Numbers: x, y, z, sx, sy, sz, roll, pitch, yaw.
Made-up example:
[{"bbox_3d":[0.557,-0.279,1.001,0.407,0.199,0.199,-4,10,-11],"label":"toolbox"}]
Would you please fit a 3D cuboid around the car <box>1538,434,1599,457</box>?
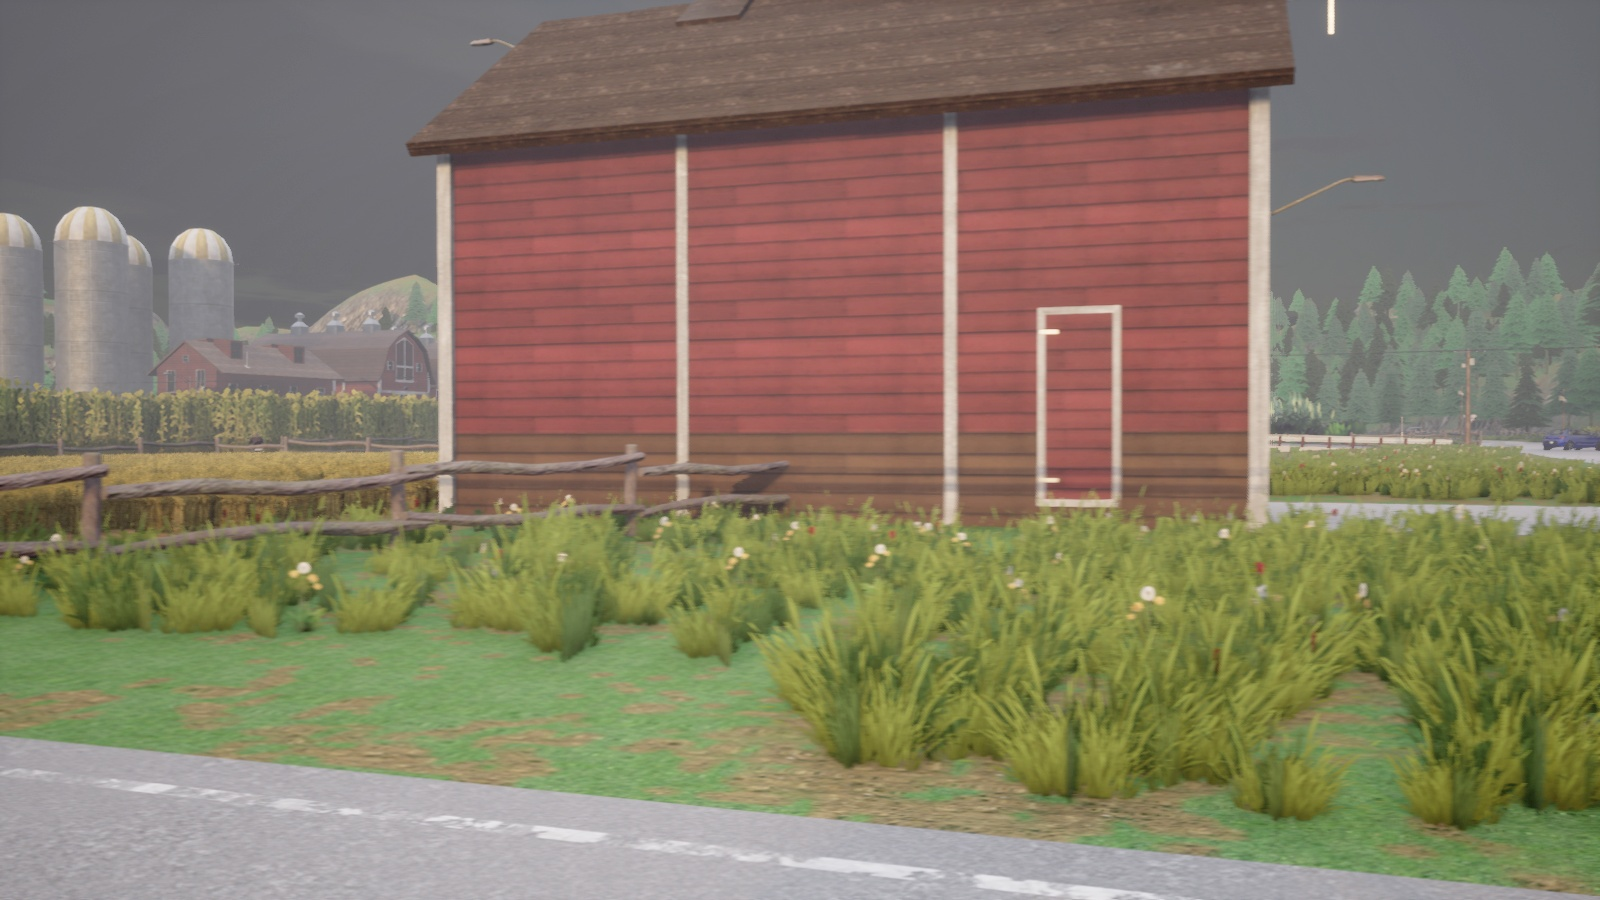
[{"bbox_3d":[51.173,-0.296,83.071,4.193,1.474,1.816,0,1,-20],"label":"car"}]
